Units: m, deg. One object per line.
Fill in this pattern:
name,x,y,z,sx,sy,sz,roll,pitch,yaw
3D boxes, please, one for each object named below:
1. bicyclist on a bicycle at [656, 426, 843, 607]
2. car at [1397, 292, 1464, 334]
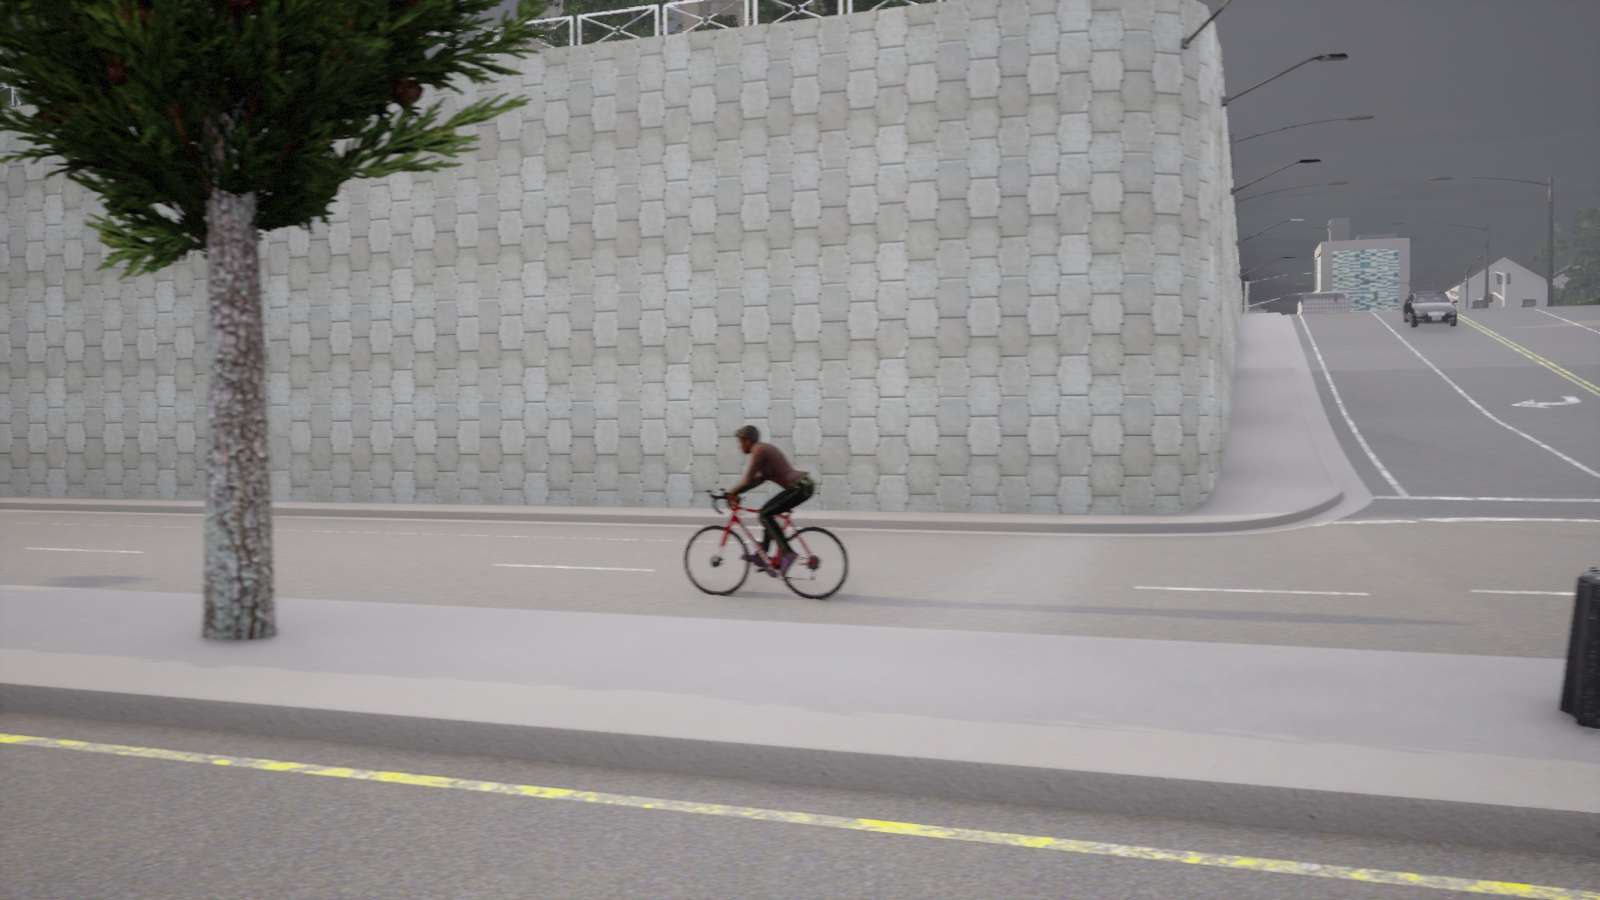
bicyclist on a bicycle,-0.472,0.589,11.791,1.656,1.620,0.582,0,1,19
car,28.938,-6.329,57.792,2.128,1.511,4.902,1,11,20
